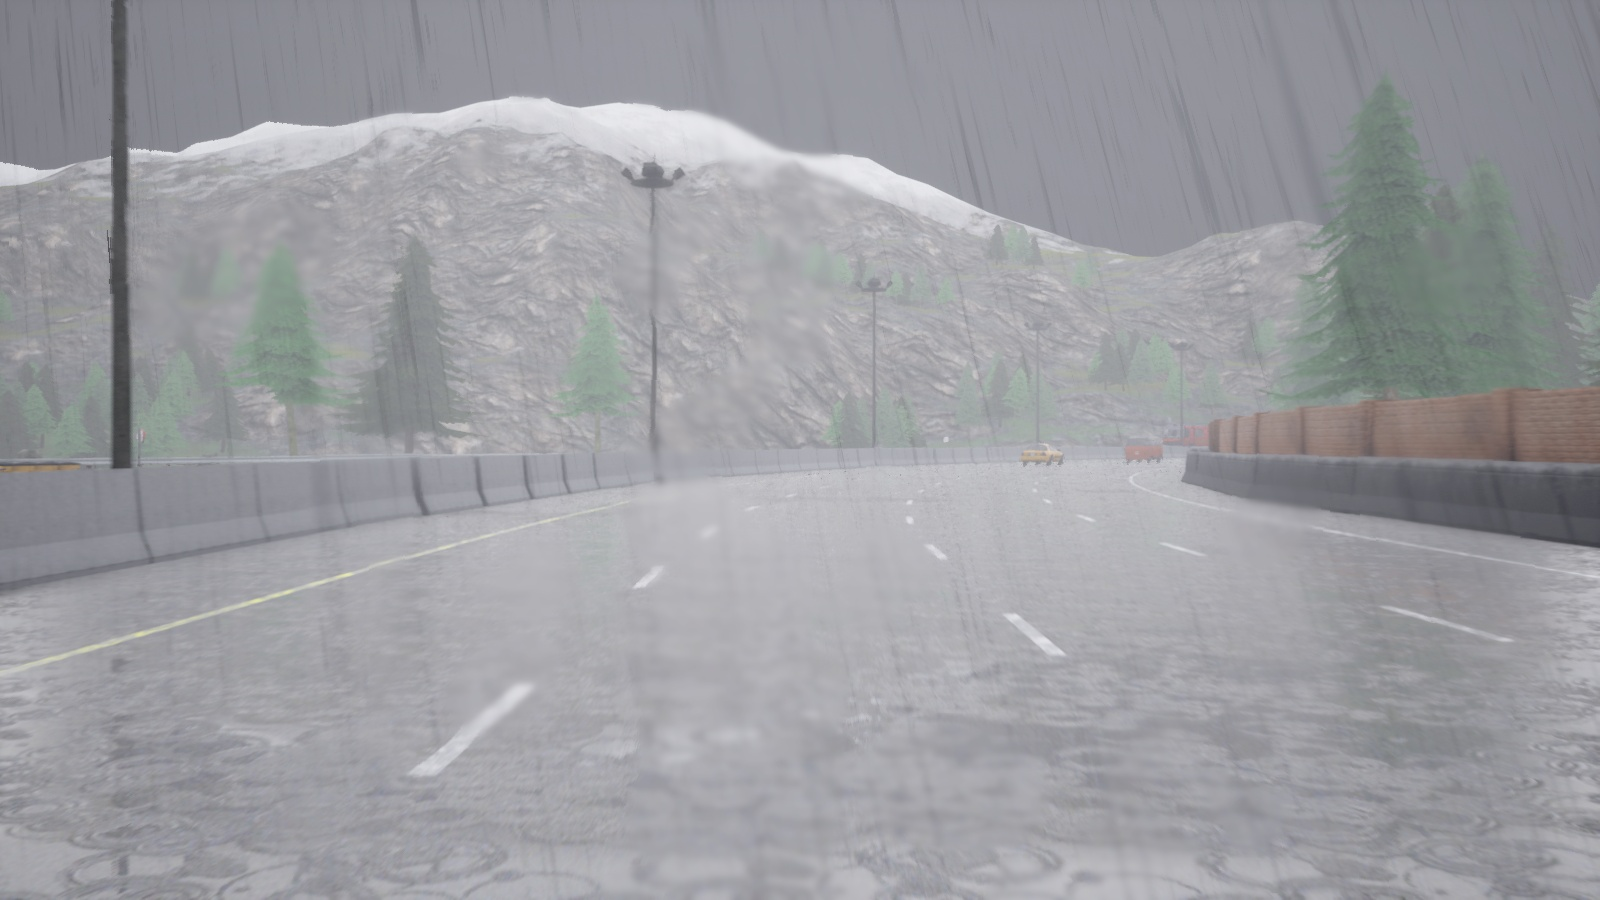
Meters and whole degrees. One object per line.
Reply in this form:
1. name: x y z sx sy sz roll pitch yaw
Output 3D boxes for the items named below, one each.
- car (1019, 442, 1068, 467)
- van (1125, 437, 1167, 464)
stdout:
1. car: 16.079 0.265 82.712 1.801 1.575 5.366 0 0 26
2. van: 25.507 0.035 92.448 1.775 1.987 4.442 0 0 31
